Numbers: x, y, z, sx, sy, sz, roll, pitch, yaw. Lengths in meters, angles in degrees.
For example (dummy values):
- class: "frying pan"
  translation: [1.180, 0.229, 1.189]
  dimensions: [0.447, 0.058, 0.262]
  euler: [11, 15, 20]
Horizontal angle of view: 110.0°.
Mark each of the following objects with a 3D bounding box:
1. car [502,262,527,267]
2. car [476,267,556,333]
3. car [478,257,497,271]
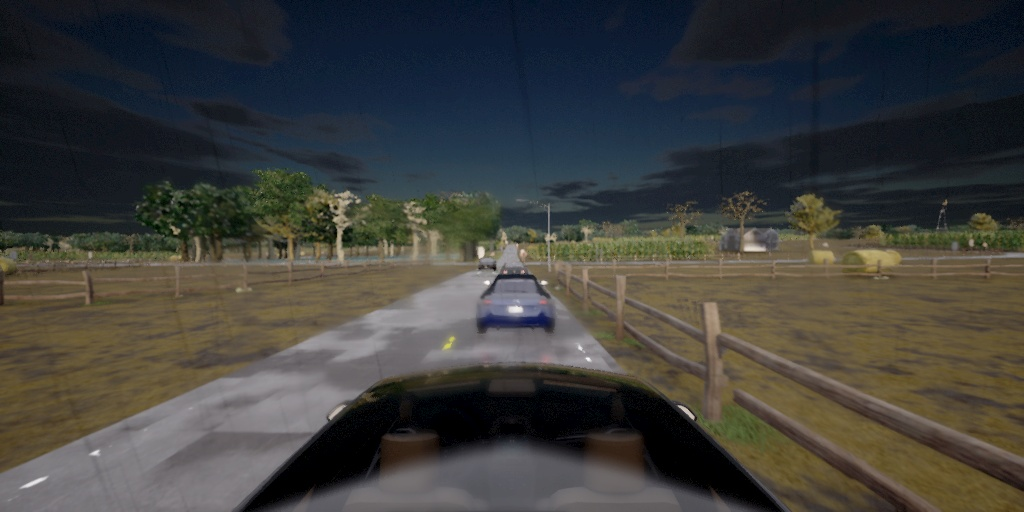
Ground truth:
- class: "car"
  translation: [0.167, 1.086, 26.732]
  dimensions: [1.895, 1.301, 4.718]
  euler: [0, 0, 0]
- class: "car"
  translation: [0.106, 1.185, 10.280]
  dimensions: [1.994, 1.385, 4.181]
  euler: [0, 1, 0]
- class: "car"
  translation: [-2.714, 0.901, 40.260]
  dimensions: [1.882, 1.535, 5.008]
  euler: [0, 0, 0]
